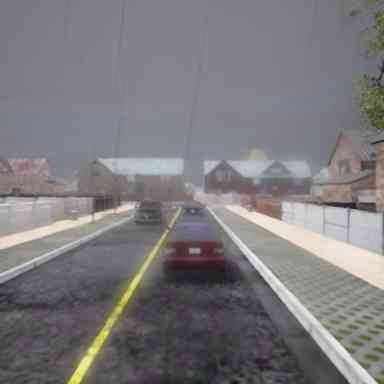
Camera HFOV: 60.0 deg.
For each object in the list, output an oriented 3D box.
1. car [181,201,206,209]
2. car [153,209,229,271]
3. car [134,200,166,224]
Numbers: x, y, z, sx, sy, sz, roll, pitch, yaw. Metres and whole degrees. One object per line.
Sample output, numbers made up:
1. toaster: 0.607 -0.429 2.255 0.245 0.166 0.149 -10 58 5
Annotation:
1. car: 0.083 1.391 25.907 2.033 1.411 5.357 0 0 0
2. car: 0.080 1.482 10.685 2.033 1.411 5.357 0 0 0
3. car: -2.841 1.364 23.357 1.837 1.490 4.892 0 0 0
